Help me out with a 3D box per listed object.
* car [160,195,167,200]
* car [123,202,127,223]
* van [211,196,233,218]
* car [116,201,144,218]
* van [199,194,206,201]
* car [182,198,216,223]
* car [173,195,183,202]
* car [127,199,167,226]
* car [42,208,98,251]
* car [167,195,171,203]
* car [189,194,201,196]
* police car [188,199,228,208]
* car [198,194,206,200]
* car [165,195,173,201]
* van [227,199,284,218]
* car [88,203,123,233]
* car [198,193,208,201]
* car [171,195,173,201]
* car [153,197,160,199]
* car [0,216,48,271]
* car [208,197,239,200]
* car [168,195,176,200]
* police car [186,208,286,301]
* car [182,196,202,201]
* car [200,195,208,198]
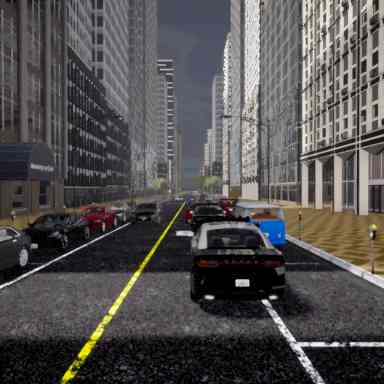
[{"bbox_3d":[-5.671,1.538,53.865,2.008,1.369,4.403,-1,0,0],"label":"car"},{"bbox_3d":[-5.686,1.545,25.447,2.008,1.369,4.403,-1,0,0],"label":"car"},{"bbox_3d":[2.696,1.334,31.127,1.690,1.788,3.998,-1,0,0],"label":"van"},{"bbox_3d":[-5.682,1.575,31.131,1.802,1.307,4.206,-1,0,0],"label":"car"},{"bbox_3d":[2.725,1.317,87.963,1.690,1.788,3.998,-1,0,0],"label":"van"},{"bbox_3d":[0.655,1.472,24.522,1.882,1.535,5.008,0,0,7],"label":"car"},{"bbox_3d":[-2.961,1.581,75.222,1.895,1.301,4.718,0,0,0],"label":"car"},{"bbox_3d":[-3.088,1.499,23.641,1.837,1.490,4.892,0,0,0],"label":"car"},{"bbox_3d":[-5.691,1.563,14.080,1.947,1.339,4.313,-1,0,0],"label":"car"},{"bbox_3d":[-5.665,1.566,65.232,1.802,1.307,4.206,-1,0,0],"label":"car"},{"bbox_3d":[0.030,1.337,59.406,2.097,1.767,4.553,0,0,0],"label":"car"},{"bbox_3d":[0.909,1.421,18.533,1.930,1.638,5.238,0,0,0],"label":"police car"},{"bbox_3d":[2.729,1.414,93.647,1.967,1.590,4.097,-1,0,0],"label":"car"},{"bbox_3d":[-5.656,1.504,82.114,1.752,1.417,4.829,-1,0,0],"label":"car"},{"bbox_3d":[2.687,1.338,14.076,1.690,1.788,3.998,-1,0,0],"label":"van"},{"bbox_3d":[-5.688,1.540,19.764,1.887,1.381,4.507,-1,0,0],"label":"car"},{"bbox_3d":[2.722,1.293,82.280,2.192,1.841,5.009,-1,0,0],"label":"car"},{"bbox_3d":[-5.663,1.422,70.916,1.967,1.590,4.097,-1,0,0],"label":"car"},{"bbox_3d":[-5.677,1.541,42.498,2.008,1.369,4.403,-1,0,0],"label":"car"},{"bbox_3d":[-5.694,1.549,8.396,2.008,1.369,4.403,-1,0,0],"label":"car"},{"bbox_3d":[2.693,1.309,25.443,2.192,1.841,5.009,-1,0,0],"label":"car"},{"bbox_3d":[-5.650,1.540,93.651,1.947,1.339,4.313,-1,0,0],"label":"car"},{"bbox_3d":[0.903,1.423,8.532,1.930,1.638,5.238,0,0,0],"label":"police car"},{"bbox_3d":[0.039,1.590,46.005,1.895,1.301,4.718,0,0,1],"label":"car"},{"bbox_3d":[2.710,1.538,53.861,2.008,1.369,4.403,-1,0,0],"label":"car"}]
